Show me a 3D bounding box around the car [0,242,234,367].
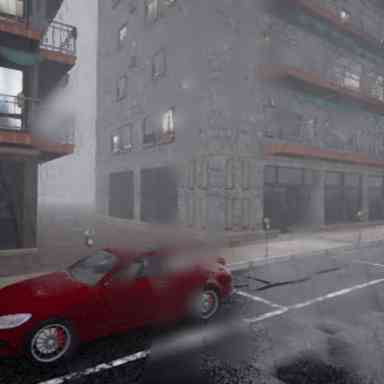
[{"bbox_3d":[-1.138,1.587,5.737,4.206,1.307,1.802,0,1,-35],"label":"car"}]
